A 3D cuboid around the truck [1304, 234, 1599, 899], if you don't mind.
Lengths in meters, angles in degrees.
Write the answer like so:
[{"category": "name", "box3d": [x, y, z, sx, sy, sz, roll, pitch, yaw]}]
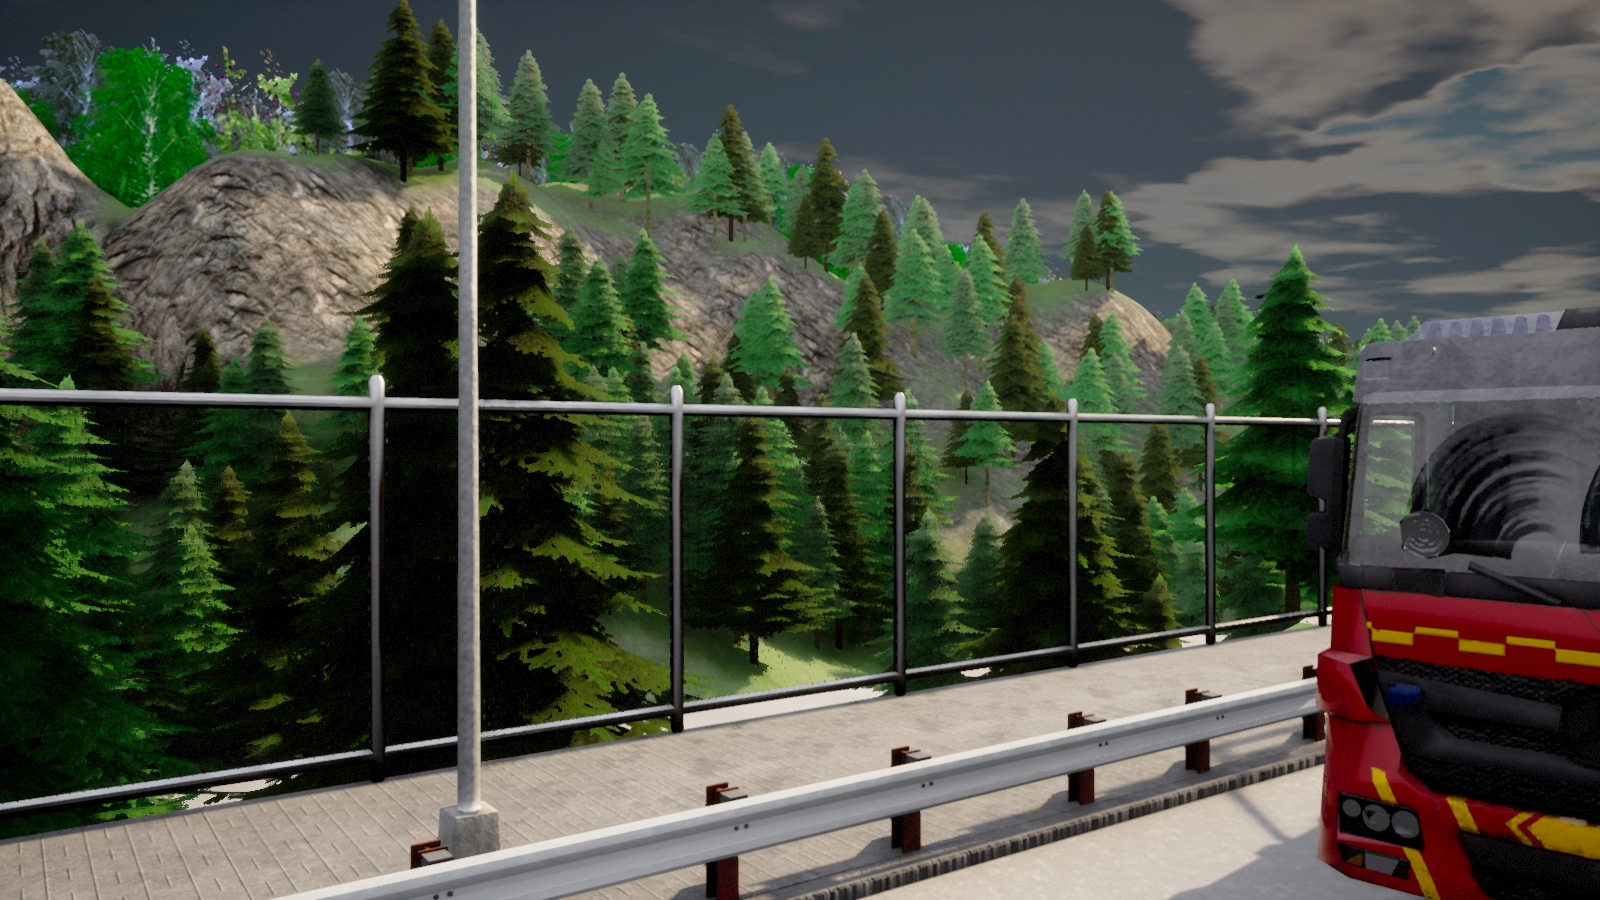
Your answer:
[{"category": "truck", "box3d": [6.965, 0.860, 8.391, 8.468, 3.827, 2.891, 0, 0, -43]}]
